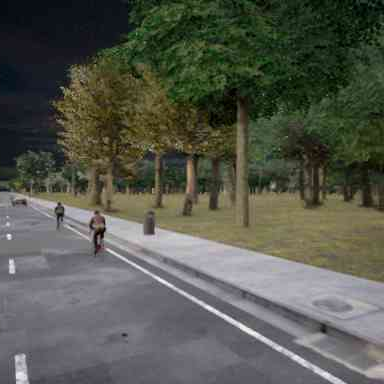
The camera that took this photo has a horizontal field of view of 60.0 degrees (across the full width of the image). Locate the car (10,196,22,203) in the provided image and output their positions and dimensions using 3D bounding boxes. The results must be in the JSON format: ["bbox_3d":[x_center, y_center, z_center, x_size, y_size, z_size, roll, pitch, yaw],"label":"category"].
[{"bbox_3d":[-34.776,1.434,65.737,1.895,1.301,4.718,0,0,-29],"label":"car"}]

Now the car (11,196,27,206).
[{"bbox_3d":[-26.462,1.406,51.113,1.812,1.442,4.674,0,0,-29],"label":"car"}]

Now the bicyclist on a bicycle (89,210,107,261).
[{"bbox_3d":[-3.154,1.433,11.157,0.582,1.620,1.656,0,0,-29],"label":"bicyclist on a bicycle"}]

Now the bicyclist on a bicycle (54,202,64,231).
[{"bbox_3d":[-7.556,1.413,19.011,0.582,1.620,1.656,0,0,-29],"label":"bicyclist on a bicycle"}]
